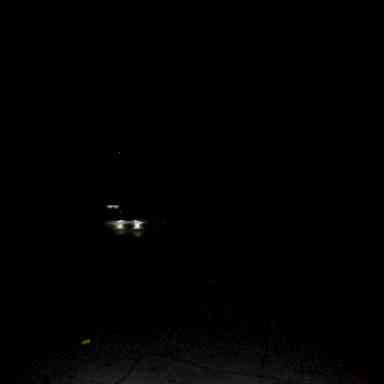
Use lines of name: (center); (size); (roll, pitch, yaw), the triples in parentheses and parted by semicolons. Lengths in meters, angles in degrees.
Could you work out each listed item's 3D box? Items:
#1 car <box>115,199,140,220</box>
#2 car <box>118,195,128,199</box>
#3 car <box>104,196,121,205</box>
car: (-6.079, 1.766, 32.165); (1.882, 1.535, 5.008); (-1, -1, -10)
car: (-17.625, 1.729, 83.039); (2.150, 2.045, 5.566); (-2, 1, -25)
car: (-17.250, 2.106, 71.990); (1.994, 1.385, 4.181); (-2, 1, -22)
